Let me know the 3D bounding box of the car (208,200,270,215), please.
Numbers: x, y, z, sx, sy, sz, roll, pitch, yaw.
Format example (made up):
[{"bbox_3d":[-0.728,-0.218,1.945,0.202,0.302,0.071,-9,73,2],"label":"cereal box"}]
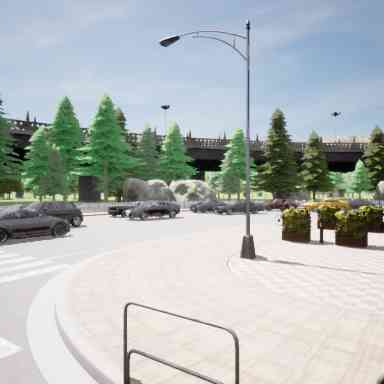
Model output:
[{"bbox_3d":[4.670,1.492,33.057,5.357,1.411,2.033,0,0,-26],"label":"car"}]

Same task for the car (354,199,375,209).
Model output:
[{"bbox_3d":[19.771,1.508,40.166,4.181,1.385,1.994,0,0,0],"label":"car"}]

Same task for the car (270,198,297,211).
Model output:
[{"bbox_3d":[9.994,1.470,38.791,4.674,1.442,1.812,0,0,-15],"label":"car"}]

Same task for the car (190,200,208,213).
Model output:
[{"bbox_3d":[1.867,1.508,35.360,4.181,1.385,1.994,0,0,-29],"label":"car"}]

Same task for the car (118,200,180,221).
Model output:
[{"bbox_3d":[-3.158,1.436,27.134,4.902,1.511,2.128,0,0,-44],"label":"car"}]

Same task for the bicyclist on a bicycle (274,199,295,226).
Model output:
[{"bbox_3d":[5.566,1.245,19.586,0.582,1.620,1.656,0,0,-44],"label":"bicyclist on a bicycle"}]

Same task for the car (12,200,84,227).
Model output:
[{"bbox_3d":[-8.955,1.296,20.064,2.097,1.767,4.553,0,0,37],"label":"car"}]

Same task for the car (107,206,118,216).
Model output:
[{"bbox_3d":[-5.225,1.545,30.073,4.718,1.301,1.895,0,0,-44],"label":"car"}]

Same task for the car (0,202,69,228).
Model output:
[{"bbox_3d":[-11.378,1.492,22.718,2.033,1.411,5.357,0,0,37],"label":"car"}]

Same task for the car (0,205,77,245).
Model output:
[{"bbox_3d":[-7.892,1.509,15.516,1.994,1.385,4.181,0,0,35],"label":"car"}]

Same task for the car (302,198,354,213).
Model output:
[{"bbox_3d":[14.541,1.422,36.285,5.008,1.535,1.882,0,0,-7],"label":"car"}]
